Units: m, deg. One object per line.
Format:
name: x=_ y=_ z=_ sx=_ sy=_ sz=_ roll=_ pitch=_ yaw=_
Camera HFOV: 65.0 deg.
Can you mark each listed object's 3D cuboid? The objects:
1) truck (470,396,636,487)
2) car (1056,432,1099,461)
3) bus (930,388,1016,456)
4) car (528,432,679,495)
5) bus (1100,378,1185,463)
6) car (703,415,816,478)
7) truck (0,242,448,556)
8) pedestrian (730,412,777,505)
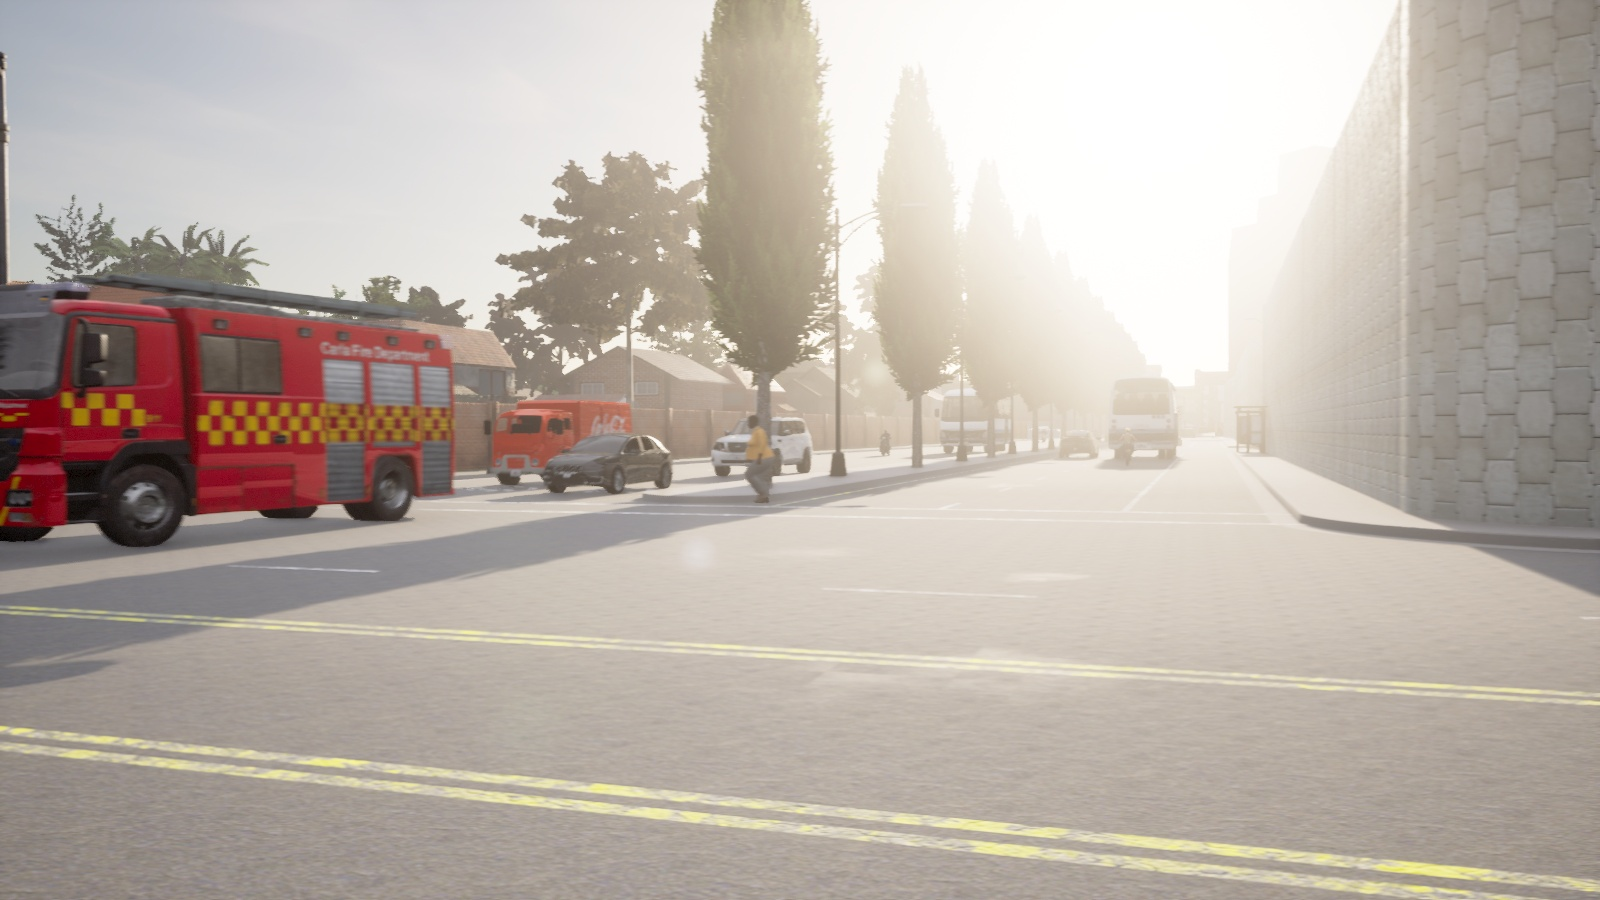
truck: x=-7.172 y=-0.283 z=37.191 sx=2.627 sy=2.467 sz=5.204 roll=1 pitch=1 yaw=18
car: x=15.277 y=-0.216 z=68.961 sx=1.837 sy=1.490 sz=4.892 roll=1 pitch=1 yaw=18
bus: x=11.666 y=-1.846 z=83.657 sx=3.944 sy=4.253 sz=10.273 roll=1 pitch=1 yaw=18
car: x=-4.985 y=0.290 z=32.624 sx=1.837 sy=1.490 sz=4.892 roll=1 pitch=1 yaw=18
bus: x=18.841 y=-1.577 z=68.565 sx=3.944 sy=4.253 sz=10.273 roll=1 pitch=1 yaw=18
car: x=-1.310 y=-0.162 z=43.886 sx=2.150 sy=2.045 sz=5.566 roll=1 pitch=1 yaw=18
truck: x=-9.415 y=-0.690 z=19.771 sx=2.891 sy=3.827 sz=8.468 roll=1 pitch=1 yaw=22
pedestrian: x=-0.953 y=0.160 z=25.492 sx=0.900 sy=1.855 sz=0.874 roll=0 pitch=1 yaw=-4
